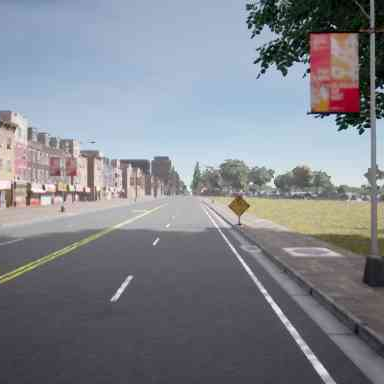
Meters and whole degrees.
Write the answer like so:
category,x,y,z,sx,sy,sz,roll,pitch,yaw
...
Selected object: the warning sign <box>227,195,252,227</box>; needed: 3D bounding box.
category,x,y,z,sx,sy,sz,roll,pitch,yaw
warning sign,2.835,1.123,19.984,1.300,1.860,1.060,-1,-1,0
